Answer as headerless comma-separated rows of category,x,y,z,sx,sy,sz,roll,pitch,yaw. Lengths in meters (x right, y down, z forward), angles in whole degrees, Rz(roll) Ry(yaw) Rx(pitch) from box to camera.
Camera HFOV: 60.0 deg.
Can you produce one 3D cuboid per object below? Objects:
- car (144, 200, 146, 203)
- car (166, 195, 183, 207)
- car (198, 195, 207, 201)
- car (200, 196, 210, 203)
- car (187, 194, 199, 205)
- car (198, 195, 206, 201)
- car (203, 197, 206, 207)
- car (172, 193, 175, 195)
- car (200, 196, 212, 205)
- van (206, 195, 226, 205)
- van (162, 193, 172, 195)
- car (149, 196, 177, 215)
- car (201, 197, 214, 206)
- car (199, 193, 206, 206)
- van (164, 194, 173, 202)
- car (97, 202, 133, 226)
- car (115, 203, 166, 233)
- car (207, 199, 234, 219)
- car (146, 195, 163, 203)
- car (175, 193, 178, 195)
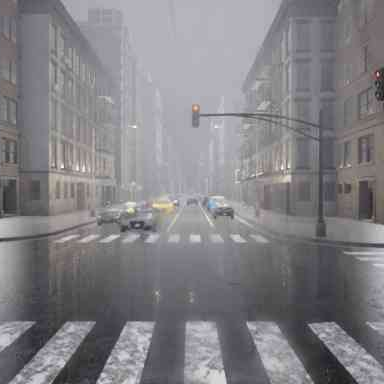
car,-5.414,1.520,28.669,1.752,1.417,4.829,0,0,0
car,-2.846,1.539,51.120,2.033,1.411,5.357,0,0,0
car,2.601,1.533,82.907,1.887,1.381,4.507,0,0,0
car,2.607,1.515,66.858,1.752,1.417,4.829,0,0,0
car,0.063,1.496,57.005,1.837,1.490,4.892,0,0,0
car,2.599,1.553,88.314,1.947,1.339,4.313,0,0,0
car,2.617,1.575,39.657,1.802,1.307,4.206,0,0,0
car,-5.480,1.304,72.088,2.192,1.841,5.009,0,0,0
car,2.609,1.541,61.282,2.008,1.369,4.403,0,0,0
van,2.619,1.335,34.251,1.690,1.788,3.998,0,0,0
van,-5.472,1.331,66.682,1.690,1.788,3.998,0,0,0
car,-2.869,1.472,33.682,1.882,1.535,5.008,0,0,0
car,2.611,1.557,55.876,1.947,1.339,4.313,0,0,0
car,2.613,1.307,50.470,2.192,1.841,5.009,0,0,0
van,-5.489,1.330,77.495,1.690,1.788,3.998,0,0,0
car,-5.405,1.547,23.433,2.008,1.369,4.403,0,0,0
car,-2.863,1.561,19.380,1.994,1.385,4.181,0,0,0
car,2.621,1.546,28.845,2.008,1.369,4.403,0,0,0
car,-5.439,1.433,45.058,1.967,1.590,4.097,0,0,0
car,-5.506,1.538,88.307,2.008,1.369,4.403,0,0,0
